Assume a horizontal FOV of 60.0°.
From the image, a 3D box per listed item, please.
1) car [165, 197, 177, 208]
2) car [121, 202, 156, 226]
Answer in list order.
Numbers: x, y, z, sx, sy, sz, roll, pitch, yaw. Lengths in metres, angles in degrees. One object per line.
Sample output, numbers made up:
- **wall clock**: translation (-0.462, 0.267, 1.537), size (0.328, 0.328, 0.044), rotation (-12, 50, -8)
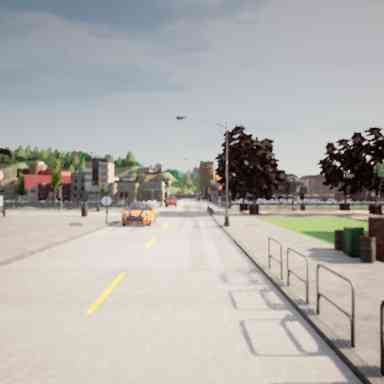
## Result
- **car**: translation (-4.006, 1.917, 63.989), size (2.150, 2.045, 5.566), rotation (0, 0, 0)
- **car**: translation (-4.019, 1.632, 25.617), size (2.097, 1.767, 4.553), rotation (0, -1, 0)
